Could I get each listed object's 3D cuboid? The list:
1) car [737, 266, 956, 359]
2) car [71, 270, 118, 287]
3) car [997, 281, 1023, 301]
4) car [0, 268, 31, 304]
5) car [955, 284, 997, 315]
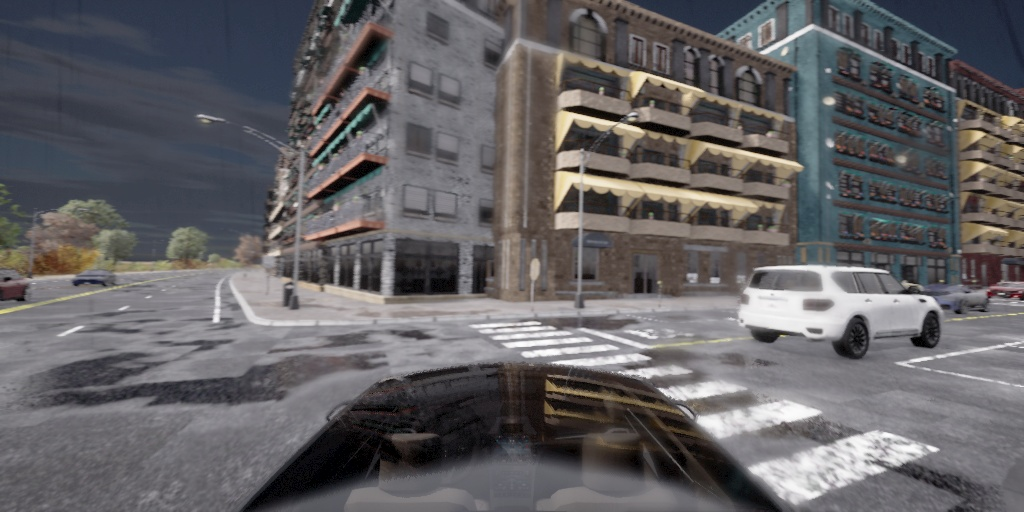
[{"bbox_3d":[8.559,1.299,9.365,5.566,2.045,2.150,1,-2,-22],"label":"car"},{"bbox_3d":[-35.762,1.881,30.901,2.033,1.411,5.357,4,-3,-38],"label":"car"},{"bbox_3d":[38.494,2.631,27.510,4.507,1.381,1.888,0,0,-22],"label":"car"},{"bbox_3d":[-23.321,1.268,15.566,2.097,1.767,4.553,4,-4,-39],"label":"car"},{"bbox_3d":[21.663,2.110,17.964,4.181,1.385,1.994,1,-2,-22],"label":"car"}]
